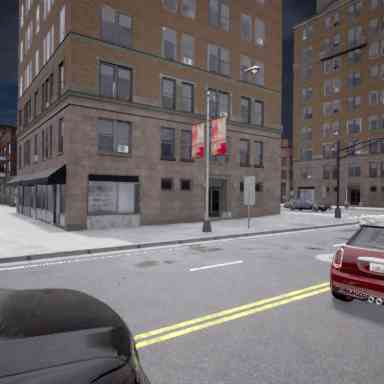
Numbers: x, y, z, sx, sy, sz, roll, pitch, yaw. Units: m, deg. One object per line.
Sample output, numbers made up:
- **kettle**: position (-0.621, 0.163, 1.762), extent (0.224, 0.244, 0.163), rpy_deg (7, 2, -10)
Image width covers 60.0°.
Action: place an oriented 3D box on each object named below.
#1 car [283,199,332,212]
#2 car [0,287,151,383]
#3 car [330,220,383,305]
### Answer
- **car**: position (12.877, 1.469, 37.443), extent (2.033, 1.411, 5.357), rpy_deg (1, 0, -36)
- **car**: position (-2.827, 1.220, 1.420), extent (5.566, 2.045, 2.150), rpy_deg (0, 0, -36)
- **car**: position (4.991, 1.355, 7.085), extent (4.553, 1.767, 2.097), rpy_deg (0, 0, -36)
